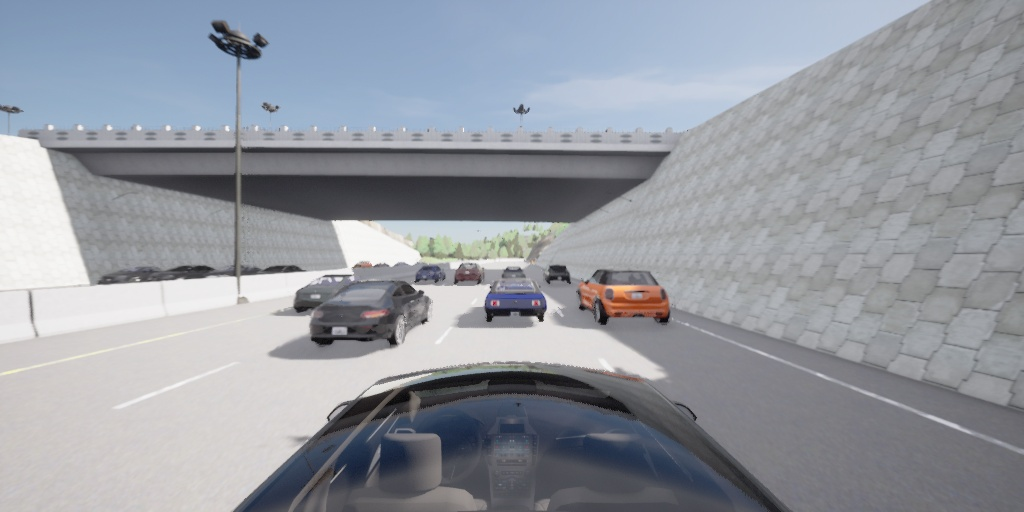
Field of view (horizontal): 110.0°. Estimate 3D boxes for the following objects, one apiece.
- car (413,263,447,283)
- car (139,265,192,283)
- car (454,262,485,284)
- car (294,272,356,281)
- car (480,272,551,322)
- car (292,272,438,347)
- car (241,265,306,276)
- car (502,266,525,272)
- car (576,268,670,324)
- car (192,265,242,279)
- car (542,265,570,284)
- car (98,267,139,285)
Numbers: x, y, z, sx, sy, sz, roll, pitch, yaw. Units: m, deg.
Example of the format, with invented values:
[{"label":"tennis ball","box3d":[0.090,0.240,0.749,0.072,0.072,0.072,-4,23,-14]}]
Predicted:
[{"label":"car","box3d":[-6.893,1.489,30.537,1.812,1.442,4.674,0,0,0]},{"label":"car","box3d":[-24.577,1.436,27.147,1.837,1.490,4.892,0,0,0]},{"label":"car","box3d":[-3.383,1.307,29.258,2.097,1.767,4.553,0,0,0]},{"label":"car","box3d":[-6.894,1.408,14.590,1.994,1.385,4.181,0,0,0]},{"label":"car","box3d":[0.105,1.434,12.756,1.895,1.301,4.718,0,0,0]},{"label":"car","box3d":[-3.412,1.332,9.419,1.812,1.442,4.674,0,0,0]},{"label":"car","box3d":[-17.578,1.439,27.198,1.837,1.490,4.892,0,0,0]},{"label":"car","box3d":[0.118,1.528,30.215,1.994,1.385,4.181,0,0,0]},{"label":"car","box3d":[3.603,1.183,12.447,2.097,1.767,4.553,0,-1,0]},{"label":"car","box3d":[-21.077,1.427,27.474,2.128,1.511,4.902,0,0,0]},{"label":"car","box3d":[3.618,1.465,29.577,1.837,1.490,4.892,0,-1,0]},{"label":"car","box3d":[-28.075,1.493,26.951,1.994,1.385,4.181,0,0,0]}]
